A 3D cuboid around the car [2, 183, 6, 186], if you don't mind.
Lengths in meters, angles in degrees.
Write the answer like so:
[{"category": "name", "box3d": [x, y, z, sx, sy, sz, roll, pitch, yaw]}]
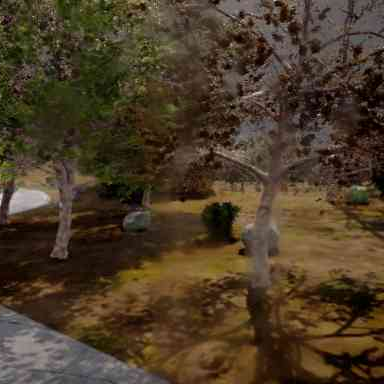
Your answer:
[{"category": "car", "box3d": [-25.347, -1.522, 42.703, 4.553, 1.767, 2.097, 6, 4, 32]}]
